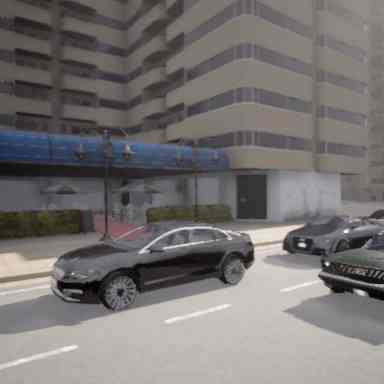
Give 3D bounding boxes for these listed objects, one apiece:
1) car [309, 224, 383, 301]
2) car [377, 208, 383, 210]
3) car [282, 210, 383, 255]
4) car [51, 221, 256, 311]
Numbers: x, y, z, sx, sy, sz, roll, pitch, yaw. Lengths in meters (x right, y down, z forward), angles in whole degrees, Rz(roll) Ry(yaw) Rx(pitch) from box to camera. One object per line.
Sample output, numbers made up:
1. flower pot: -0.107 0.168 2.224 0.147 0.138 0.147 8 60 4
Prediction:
1. car: 4.948 1.559 7.499 4.718 1.301 1.895 0 0 -35
2. car: 8.966 1.426 14.617 4.892 1.490 1.837 0 0 -35
3. car: 5.164 1.508 11.851 4.181 1.385 1.994 0 0 -35
4. car: -0.651 1.473 7.817 4.902 1.511 2.128 0 0 -35
